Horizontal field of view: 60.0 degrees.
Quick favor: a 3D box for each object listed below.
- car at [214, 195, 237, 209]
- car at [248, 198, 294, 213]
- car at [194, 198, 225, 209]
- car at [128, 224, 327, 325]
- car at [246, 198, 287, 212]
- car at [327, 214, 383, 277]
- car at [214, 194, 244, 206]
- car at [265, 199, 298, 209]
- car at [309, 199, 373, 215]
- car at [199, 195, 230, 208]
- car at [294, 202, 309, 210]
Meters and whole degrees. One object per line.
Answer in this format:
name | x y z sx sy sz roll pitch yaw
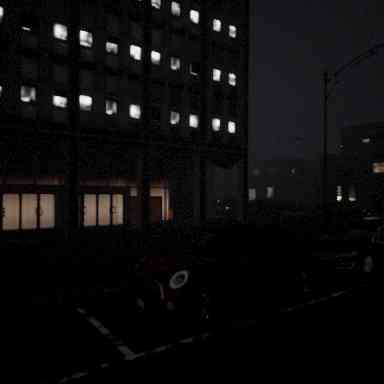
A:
car | 5.470 1.295 41.494 2.192 1.841 5.009 1 0 -35
car | 8.613 1.554 36.937 2.008 1.369 4.403 1 0 -35
car | 2.320 1.509 46.049 2.008 1.369 4.403 1 0 -35
car | 0.719 1.461 7.068 4.097 1.590 1.967 0 0 -36
car | 9.047 1.494 40.855 1.882 1.535 5.008 1 0 -35
car | 5.351 1.598 10.375 4.403 1.369 2.008 0 0 -36
car | 6.073 1.334 55.366 2.192 1.841 5.009 1 0 -35
car | 12.363 1.645 46.254 1.802 1.307 4.206 1 0 -35
car | 14.721 1.606 32.645 2.033 1.411 5.357 1 0 -35
car | 3.258 1.327 49.267 2.097 1.767 4.553 1 0 -35
car | 15.413 1.611 41.837 1.752 1.417 4.829 1 0 -35
